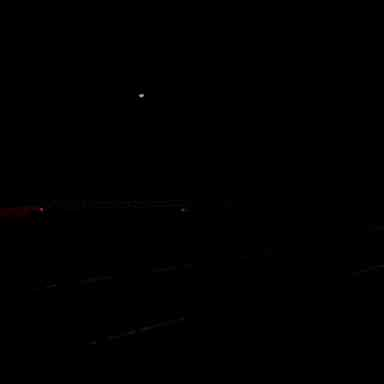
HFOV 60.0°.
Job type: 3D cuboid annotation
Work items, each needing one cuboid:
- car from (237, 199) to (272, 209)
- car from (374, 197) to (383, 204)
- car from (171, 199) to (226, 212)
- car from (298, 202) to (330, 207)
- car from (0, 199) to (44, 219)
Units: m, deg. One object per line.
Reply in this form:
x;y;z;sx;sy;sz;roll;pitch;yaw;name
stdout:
7.479;1.558;39.280;4.674;1.442;1.812;0;0;-35;car
33.512;1.647;57.745;5.008;1.535;1.882;0;0;-35;car
0.492;1.363;25.798;4.553;1.767;2.097;0;0;-35;car
10.318;1.572;28.454;5.357;1.411;2.033;0;0;-35;car
-13.444;1.354;24.489;4.553;1.767;2.097;0;0;-35;car
